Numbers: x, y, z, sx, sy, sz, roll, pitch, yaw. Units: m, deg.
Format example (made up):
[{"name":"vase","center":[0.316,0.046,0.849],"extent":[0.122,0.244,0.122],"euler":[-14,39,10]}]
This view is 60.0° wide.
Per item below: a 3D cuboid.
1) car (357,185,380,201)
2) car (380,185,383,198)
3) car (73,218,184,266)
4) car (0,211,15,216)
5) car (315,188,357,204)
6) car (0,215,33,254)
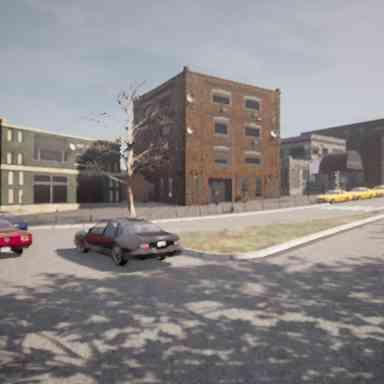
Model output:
[{"name":"car","center":[20.422,0.164,40.741],"extent":[5.366,1.575,1.946],"euler":[-4,2,-36]},{"name":"car","center":[24.882,-0.130,43.988],"extent":[5.366,1.575,1.946],"euler":[-4,2,-36]},{"name":"car","center":[-2.533,1.653,12.112],"extent":[2.033,1.411,5.357],"euler":[0,-1,-40]},{"name":"car","center":[-10.876,1.699,17.872],"extent":[4.181,1.385,1.994],"euler":[0,0,24]},{"name":"car","center":[15.957,0.462,37.504],"extent":[5.366,1.575,1.946],"euler":[-4,2,-36]},{"name":"car","center":[-8.165,1.702,12.864],"extent":[4.718,1.301,1.895],"euler":[0,0,38]}]
